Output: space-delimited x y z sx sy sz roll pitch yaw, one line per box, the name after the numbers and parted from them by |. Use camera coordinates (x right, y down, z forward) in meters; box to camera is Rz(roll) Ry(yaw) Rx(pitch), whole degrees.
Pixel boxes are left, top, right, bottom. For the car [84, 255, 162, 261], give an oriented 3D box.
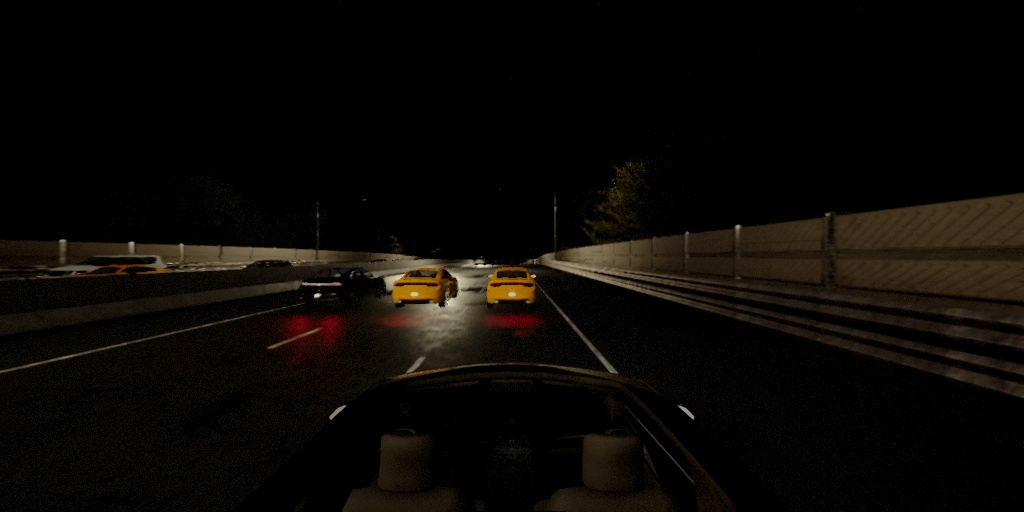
-24.571 0.942 22.065 2.150 2.045 5.566 0 0 0 | car

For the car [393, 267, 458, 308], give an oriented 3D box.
-3.497 1.222 15.319 1.882 1.535 5.008 0 0 0 | car

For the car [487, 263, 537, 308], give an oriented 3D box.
0.002 1.225 15.319 1.882 1.535 5.008 0 0 0 | car

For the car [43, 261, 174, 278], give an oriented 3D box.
-21.084 1.201 19.295 1.882 1.535 5.008 0 0 0 | car

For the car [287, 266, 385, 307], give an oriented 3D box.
-6.997 1.232 15.319 2.128 1.511 4.902 0 0 0 | car

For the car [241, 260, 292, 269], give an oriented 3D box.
-17.559 1.075 25.564 2.097 1.767 4.553 0 0 0 | car
